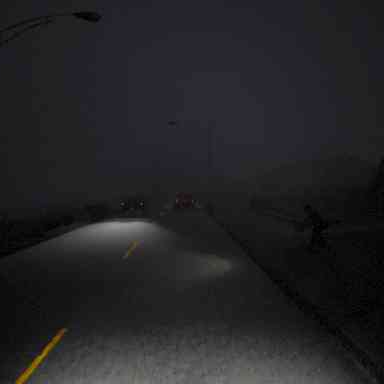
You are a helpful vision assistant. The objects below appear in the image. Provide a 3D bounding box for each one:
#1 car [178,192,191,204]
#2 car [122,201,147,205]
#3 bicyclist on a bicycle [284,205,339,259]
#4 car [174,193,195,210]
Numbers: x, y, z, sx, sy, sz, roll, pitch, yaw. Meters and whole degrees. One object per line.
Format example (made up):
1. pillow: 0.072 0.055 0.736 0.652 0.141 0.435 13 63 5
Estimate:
1. car: -1.094 0.825 48.459 1.882 1.535 5.008 0 1 -1
2. car: -4.636 0.959 27.614 1.895 1.301 4.718 0 1 -1
3. bicyclist on a bicycle: 3.550 1.197 9.838 1.656 1.620 0.582 0 1 -1
4. car: -0.759 0.880 34.973 2.097 1.767 4.553 0 1 -1
